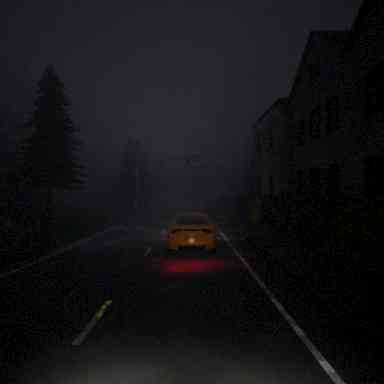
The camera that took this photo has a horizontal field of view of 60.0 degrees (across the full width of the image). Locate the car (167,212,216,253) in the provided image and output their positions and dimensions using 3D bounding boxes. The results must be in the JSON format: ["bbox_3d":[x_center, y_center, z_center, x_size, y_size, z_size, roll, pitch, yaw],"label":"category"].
[{"bbox_3d":[-0.005,1.612,14.469,1.882,1.535,5.008,0,0,0],"label":"car"}]

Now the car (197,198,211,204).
[{"bbox_3d":[3.002,2.281,81.832,1.812,1.442,4.674,0,-1,35],"label":"car"}]
